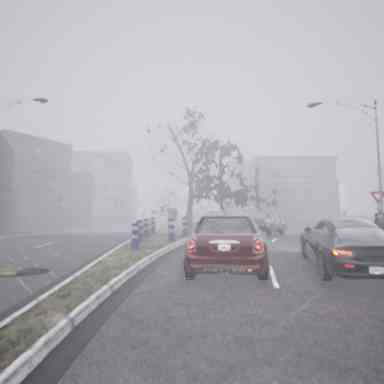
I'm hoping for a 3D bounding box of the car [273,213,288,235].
[{"bbox_3d":[4.355,1.944,20.223,2.033,1.411,5.357,-3,-7,28],"label":"car"}]

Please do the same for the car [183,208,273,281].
[{"bbox_3d":[1.121,1.314,9.974,2.097,1.767,4.553,-1,0,10],"label":"car"}]

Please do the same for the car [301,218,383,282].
[{"bbox_3d":[4.237,1.433,9.219,1.812,1.442,4.674,-1,1,9],"label":"car"}]

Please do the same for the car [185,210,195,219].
[{"bbox_3d":[-0.426,5.562,82.682,2.150,2.045,5.566,0,0,3],"label":"car"}]
